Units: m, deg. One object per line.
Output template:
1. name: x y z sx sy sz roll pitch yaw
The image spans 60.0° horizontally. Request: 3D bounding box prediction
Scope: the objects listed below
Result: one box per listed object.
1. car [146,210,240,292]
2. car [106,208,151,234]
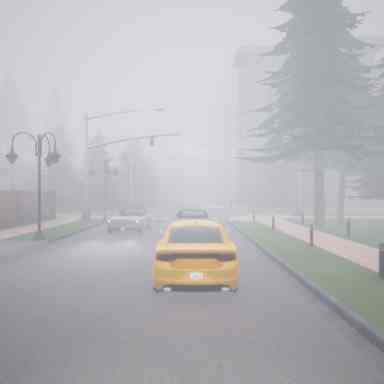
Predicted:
1. car: 0.080 1.484 8.994 1.882 1.535 5.008 0 0 0
2. car: -3.579 1.614 19.437 1.895 1.301 4.718 0 0 0
